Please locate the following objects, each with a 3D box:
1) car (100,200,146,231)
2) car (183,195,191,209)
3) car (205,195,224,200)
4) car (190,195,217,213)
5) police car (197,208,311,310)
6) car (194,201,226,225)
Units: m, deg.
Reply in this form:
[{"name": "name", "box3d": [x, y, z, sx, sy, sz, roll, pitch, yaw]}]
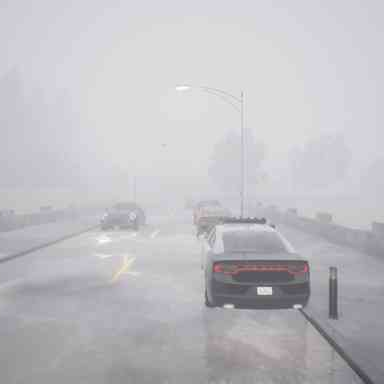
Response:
[{"name": "car", "box3d": [-4.101, 1.353, 20.430, 2.097, 1.767, 4.553, 0, 0, 0]}, {"name": "car", "box3d": [0.012, 1.492, 44.786, 2.128, 1.511, 4.902, 0, 0, 1]}, {"name": "car", "box3d": [6.310, 1.456, 93.406, 5.357, 1.415, 2.033, 0, 0, -40]}, {"name": "car", "box3d": [1.146, 1.300, 23.929, 2.097, 1.767, 4.553, -3, 0, 0]}, {"name": "police car", "box3d": [1.200, 1.425, 8.069, 1.930, 1.638, 5.238, 0, 0, 0]}, {"name": "car", "box3d": [1.199, 1.478, 17.959, 1.882, 1.535, 5.008, 0, 0, 0]}]
